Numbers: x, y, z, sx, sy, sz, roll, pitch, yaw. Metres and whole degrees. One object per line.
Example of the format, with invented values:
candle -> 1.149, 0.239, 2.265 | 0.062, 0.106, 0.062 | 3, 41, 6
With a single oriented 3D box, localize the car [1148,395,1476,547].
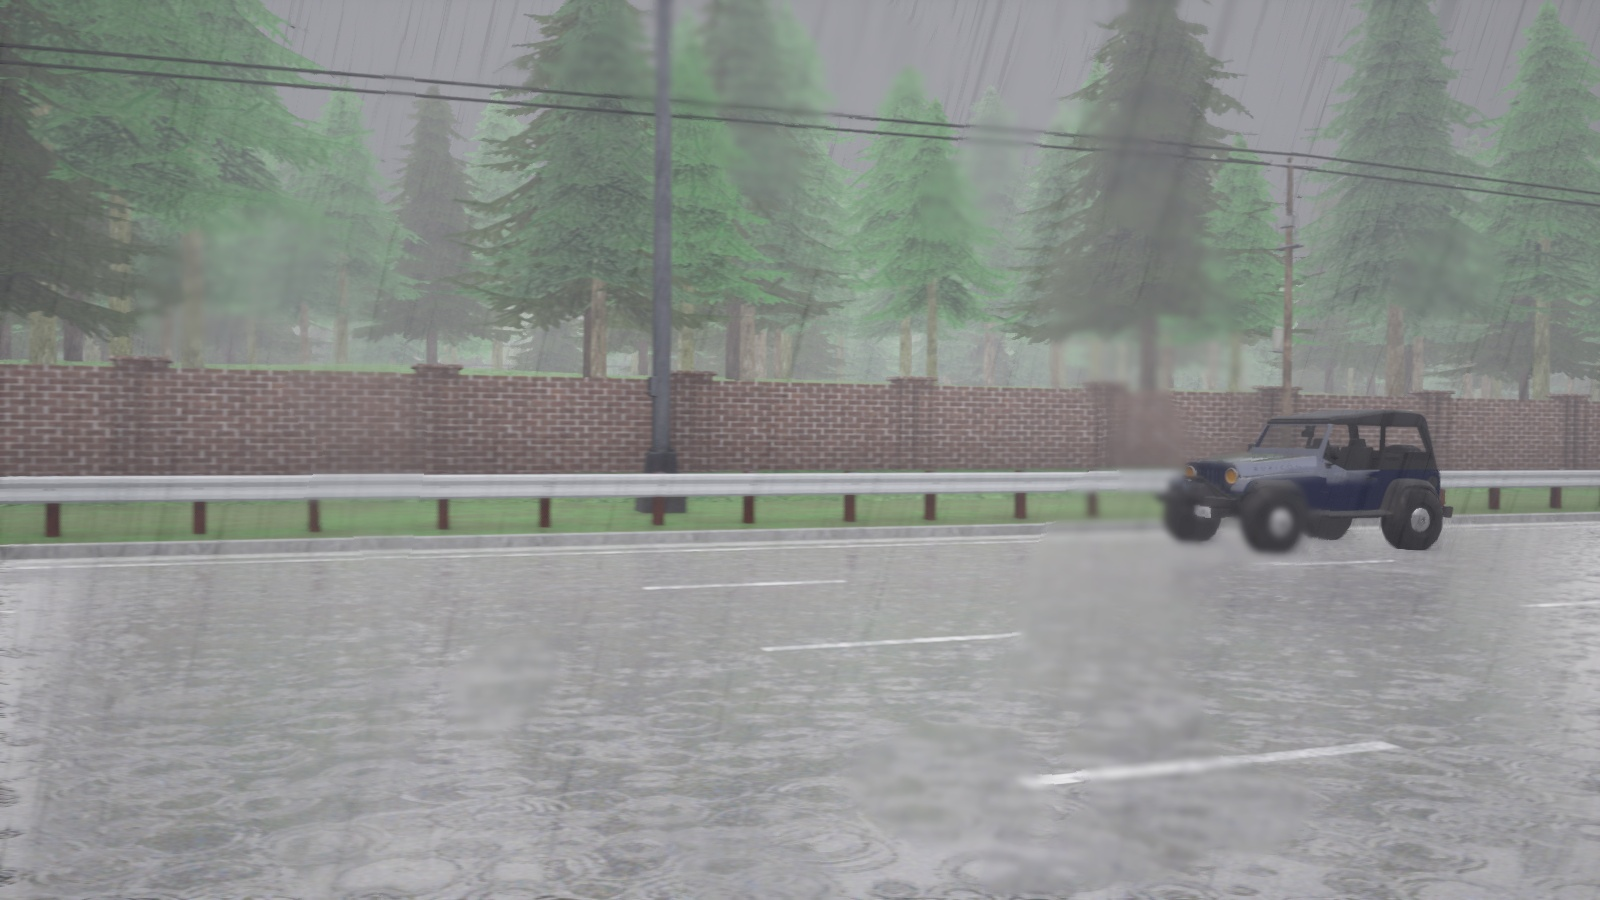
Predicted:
car -> 6.953, 0.221, 17.107 | 3.866, 1.878, 1.905 | -1, 1, -21
